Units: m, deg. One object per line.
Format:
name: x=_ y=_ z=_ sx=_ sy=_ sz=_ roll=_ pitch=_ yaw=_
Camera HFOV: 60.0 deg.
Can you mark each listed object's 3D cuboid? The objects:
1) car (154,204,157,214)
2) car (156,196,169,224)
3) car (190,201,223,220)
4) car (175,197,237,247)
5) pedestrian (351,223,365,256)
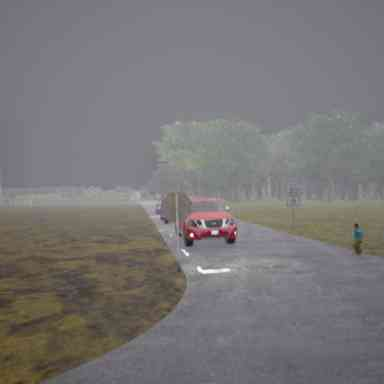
car: x=-2.986 y=1.653 z=36.109 sx=1.812 sy=1.442 sz=4.674 roll=-2 pitch=0 yaw=-9
car: x=-1.304 y=1.298 z=26.299 sx=2.150 sy=2.045 sz=5.566 roll=-2 pitch=0 yaw=-10
car: x=1.212 y=1.561 z=29.088 sx=1.994 sy=1.385 sz=4.181 roll=-2 pitch=0 yaw=-10
car: x=0.447 y=1.276 z=16.085 sx=2.150 sy=2.045 sz=5.566 roll=-2 pitch=0 yaw=-10
pedestrian: x=5.648 y=1.597 z=11.263 sx=0.500 sy=1.100 sz=0.500 roll=-2 pitch=0 yaw=-10
